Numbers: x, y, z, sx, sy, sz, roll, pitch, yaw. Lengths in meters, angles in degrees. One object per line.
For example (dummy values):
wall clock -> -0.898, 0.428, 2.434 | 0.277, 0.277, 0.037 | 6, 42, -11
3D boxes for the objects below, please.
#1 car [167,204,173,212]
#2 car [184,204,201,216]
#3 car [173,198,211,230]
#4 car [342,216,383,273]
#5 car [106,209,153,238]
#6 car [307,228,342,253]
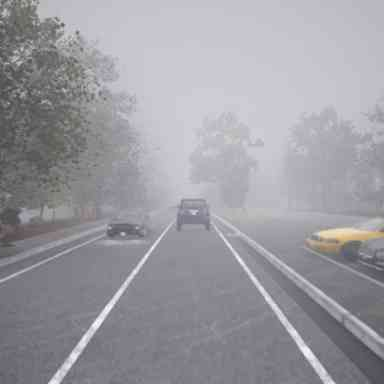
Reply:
car -> -3.317, 2.913, 59.769 | 1.994, 1.385, 4.181 | 0, -2, 0
car -> 0.088, 2.287, 42.845 | 2.033, 1.411, 5.357 | 0, -2, 0
car -> 0.095, 1.433, 22.817 | 2.150, 2.045, 5.566 | 0, -1, 0
car -> 7.086, 1.494, 8.972 | 4.892, 1.521, 2.231 | 0, 0, 0
car -> -3.356, 1.690, 18.874 | 2.033, 1.411, 5.357 | 0, -1, 0
car -> 6.896, 1.509, 11.740 | 5.366, 1.575, 1.946 | 0, 0, 0
